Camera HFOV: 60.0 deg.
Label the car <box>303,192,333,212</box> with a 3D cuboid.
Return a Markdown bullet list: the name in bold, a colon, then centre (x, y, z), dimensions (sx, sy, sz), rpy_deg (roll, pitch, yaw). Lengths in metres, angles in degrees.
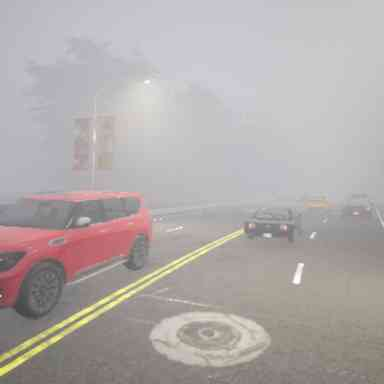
- **car**: centre (12.083, 0.990, 31.275), dimensions (1.882, 1.535, 5.008), rpy_deg (1, 1, 28)

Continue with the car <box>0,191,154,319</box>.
- **car**: centre (-2.832, 1.012, 7.496), dimensions (2.150, 2.045, 5.566), rpy_deg (1, 1, 20)

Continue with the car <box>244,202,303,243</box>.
- **car**: centre (3.797, 1.334, 14.772), dimensions (1.895, 1.301, 4.718), rpy_deg (1, 1, 23)

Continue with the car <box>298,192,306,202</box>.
- **car**: centre (16.070, 0.771, 46.182), dimensions (1.882, 1.535, 5.008), rpy_deg (1, 1, 28)

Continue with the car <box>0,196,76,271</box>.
- **car**: centre (-5.612, 1.068, 9.206), dimensions (2.097, 1.767, 4.553), rpy_deg (1, 1, 20)

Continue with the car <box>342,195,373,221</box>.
- **car**: centre (11.748, 1.172, 23.665), dimensions (1.812, 1.442, 4.674), rpy_deg (1, 1, 28)

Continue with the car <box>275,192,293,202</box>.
- **car**: centre (13.408, 0.757, 48.096), dimensions (1.812, 1.442, 4.674), rpy_deg (1, 1, 28)

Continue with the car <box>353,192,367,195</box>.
- **car**: centre (18.795, 0.830, 37.212), dimensions (2.097, 1.767, 4.553), rpy_deg (1, 1, 29)
